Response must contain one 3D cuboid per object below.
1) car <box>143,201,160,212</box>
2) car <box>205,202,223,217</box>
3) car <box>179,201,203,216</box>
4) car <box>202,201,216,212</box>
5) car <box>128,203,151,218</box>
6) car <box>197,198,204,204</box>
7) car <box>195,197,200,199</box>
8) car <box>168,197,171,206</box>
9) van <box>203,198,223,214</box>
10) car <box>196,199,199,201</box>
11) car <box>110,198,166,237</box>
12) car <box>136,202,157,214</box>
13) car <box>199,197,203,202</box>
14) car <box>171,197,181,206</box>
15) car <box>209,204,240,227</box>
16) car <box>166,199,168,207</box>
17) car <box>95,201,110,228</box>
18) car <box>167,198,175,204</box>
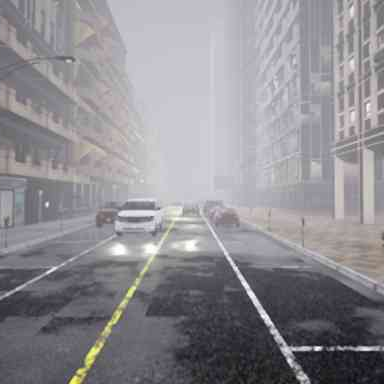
[{"bbox_3d":[-5.545,2.014,46.249,1.802,1.307,4.206,1,-1,0],"label":"car"},{"bbox_3d":[2.421,1.850,29.695,1.802,1.307,4.206,1,-1,0],"label":"car"},{"bbox_3d":[-0.099,1.935,36.460,1.895,1.301,4.718,0,-1,0],"label":"car"},{"bbox_3d":[2.335,2.013,46.299,1.802,1.307,4.206,0,-1,0],"label":"car"},{"bbox_3d":[-5.488,1.904,35.177,1.802,1.307,4.206,1,-1,0],"label":"car"},{"bbox_3d":[2.133,2.373,85.217,1.752,1.417,4.829,0,-1,0],"label":"car"},{"bbox_3d":[2.162,2.348,79.511,1.947,1.339,4.313,0,-1,0],"label":"car"},{"bbox_3d":[-5.630,2.042,62.857,1.967,1.590,4.097,1,-1,0],"label":"car"},{"bbox_3d":[2.395,1.663,35.230,1.690,1.788,3.998,1,-1,0],"label":"van"},{"bbox_3d":[-0.200,2.035,46.504,1.895,1.301,4.718,0,-1,0],"label":"car"},{"bbox_3d":[-2.948,1.395,19.513,2.150,2.045,5.566,0,-1,0],"label":"car"},{"bbox_3d":[-5.516,1.928,40.713,2.008,1.369,4.403,1,-1,0],"label":"car"},{"bbox_3d":[2.366,1.691,40.766,2.192,1.841,5.009,0,-1,0],"label":"car"},{"bbox_3d":[-3.102,2.257,68.038,1.895,1.301,4.718,0,-1,0],"label":"car"},{"bbox_3d":[2.450,1.797,24.159,1.802,1.307,4.206,1,-1,0],"label":"car"},{"bbox_3d":[-5.602,2.089,57.321,1.887,1.381,4.507,1,-1,0],"label":"car"},{"bbox_3d":[-5.428,1.531,24.109,2.192,1.841,5.009,1,-1,0],"label":"car"},{"bbox_3d":[-5.774,2.350,90.534,1.967,1.590,4.097,0,-1,0],"label":"car"}]
